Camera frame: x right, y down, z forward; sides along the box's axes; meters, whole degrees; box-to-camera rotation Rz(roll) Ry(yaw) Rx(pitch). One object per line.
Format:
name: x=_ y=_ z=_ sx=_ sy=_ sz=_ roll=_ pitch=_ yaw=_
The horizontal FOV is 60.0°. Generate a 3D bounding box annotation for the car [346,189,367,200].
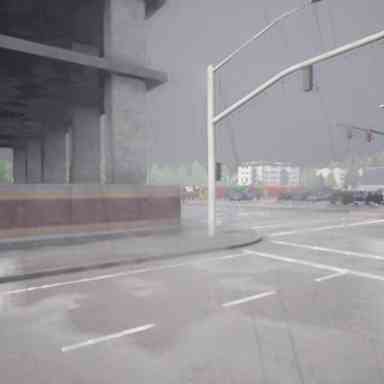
car: x=40.528 y=0.384 z=81.966 sx=3.866 sy=1.878 sz=1.905 roll=-1 pitch=0 yaw=-35

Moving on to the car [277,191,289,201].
car: x=17.150 y=0.694 z=58.600 sx=4.605 sy=1.855 sz=1.932 roll=-1 pitch=0 yaw=-35

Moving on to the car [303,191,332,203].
car: x=20.415 y=0.936 z=54.076 sx=3.806 sy=1.475 sz=1.970 roll=-1 pitch=0 yaw=-35

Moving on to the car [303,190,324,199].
car: x=26.238 y=0.549 z=71.830 sx=4.605 sy=1.855 sz=1.932 roll=-1 pitch=0 yaw=-35

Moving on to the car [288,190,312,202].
car: x=18.743 y=0.904 z=56.440 sx=3.905 sy=1.438 sz=1.784 roll=-1 pitch=0 yaw=-35

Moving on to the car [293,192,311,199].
car: x=24.619 y=0.759 z=74.233 sx=3.905 sy=1.438 sz=1.784 roll=-1 pitch=0 yaw=-35
